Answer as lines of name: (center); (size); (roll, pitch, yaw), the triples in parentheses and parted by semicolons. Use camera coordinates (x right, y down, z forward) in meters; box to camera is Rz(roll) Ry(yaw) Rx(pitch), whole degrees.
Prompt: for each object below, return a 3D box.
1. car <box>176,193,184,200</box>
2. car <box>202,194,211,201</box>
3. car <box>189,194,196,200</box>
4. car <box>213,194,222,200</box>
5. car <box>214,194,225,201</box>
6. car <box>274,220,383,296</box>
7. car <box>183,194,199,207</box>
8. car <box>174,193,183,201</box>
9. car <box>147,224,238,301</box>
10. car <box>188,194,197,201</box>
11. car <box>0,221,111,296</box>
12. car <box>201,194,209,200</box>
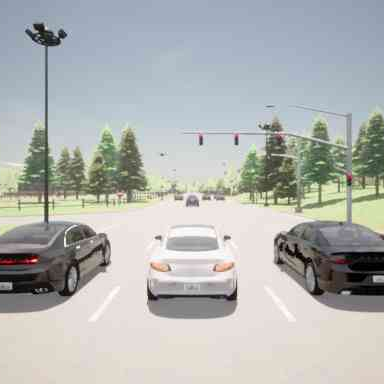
car: (-3.360, 1.171, 93.121); (2.097, 1.767, 4.553); (0, 0, 0)
car: (3.625, 1.333, 83.107); (2.097, 1.767, 4.553); (0, 0, 0)
car: (0.140, 1.316, 93.146); (1.837, 1.490, 4.892); (0, 0, 0)
car: (7.140, 1.369, 93.135); (1.994, 1.385, 4.181); (0, 0, 0)
car: (7.124, 1.502, 82.715); (2.128, 1.511, 4.902); (0, 0, 0)
car: (3.525, 1.476, 8.700); (1.882, 1.535, 5.008); (0, 0, 0)
car: (0.078, 1.343, 52.083); (2.097, 1.767, 4.553); (0, 0, 0)
car: (-3.375, 1.529, 83.114); (1.994, 1.385, 4.181); (0, 0, 0)
car: (0.019, 1.524, 8.209); (1.812, 1.442, 4.674); (0, 0, 0)
car: (0.125, 1.333, 83.112); (2.097, 1.767, 4.553); (0, 0, 0)
car: (-3.477, 1.503, 8.605); (1.837, 1.490, 4.892); (0, 0, 0)
car: (3.640, 1.356, 93.140); (2.033, 1.411, 5.357); (0, 0, 0)
